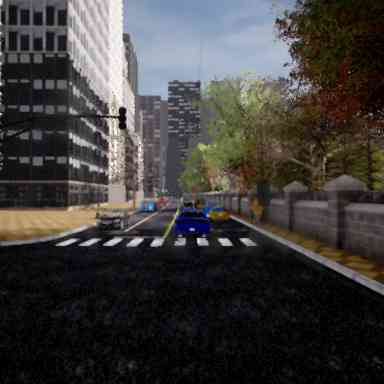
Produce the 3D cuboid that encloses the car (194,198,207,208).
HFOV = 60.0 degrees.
[{"bbox_3d":[1.480,2.002,62.621,2.192,1.841,5.009,0,-1,-2],"label":"car"}]

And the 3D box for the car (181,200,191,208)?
[{"bbox_3d":[-1.144,2.312,64.320,1.895,1.301,4.718,0,-1,-2],"label":"car"}]

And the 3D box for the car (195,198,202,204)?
[{"bbox_3d":[1.815,2.096,51.697,1.752,1.417,4.829,0,-1,-2],"label":"car"}]

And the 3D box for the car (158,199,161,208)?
[{"bbox_3d":[-6.200,2.129,51.235,1.887,1.381,4.507,0,-1,-2],"label":"car"}]

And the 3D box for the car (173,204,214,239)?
[{"bbox_3d":[-0.019,1.690,18.607,1.882,1.535,5.008,0,-1,-1],"label":"car"}]

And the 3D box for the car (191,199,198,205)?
[{"bbox_3d":[0.599,2.447,84.961,1.752,1.417,4.829,0,-1,-3],"label":"car"}]

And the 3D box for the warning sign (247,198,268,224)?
[{"bbox_3d":[4.765,1.380,24.267,1.300,1.860,1.060,0,-1,-1],"label":"warning sign"}]

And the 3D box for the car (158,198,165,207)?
[{"bbox_3d":[-6.539,2.248,62.325,1.887,1.381,4.507,0,-1,-2],"label":"car"}]

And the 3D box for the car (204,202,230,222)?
[{"bbox_3d":[2.306,1.854,29.526,1.752,1.417,4.829,0,-1,-1],"label":"car"}]

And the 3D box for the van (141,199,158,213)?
[{"bbox_3d":[-6.055,1.866,45.693,1.690,1.788,3.998,0,-1,-1],"label":"van"}]

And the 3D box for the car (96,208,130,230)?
[{"bbox_3d":[-5.486,1.831,23.514,2.008,1.369,4.403,0,-1,-1],"label":"car"}]

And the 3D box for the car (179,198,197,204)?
[{"bbox_3d":[-0.811,2.092,53.866,2.128,1.511,4.902,0,-1,-2],"label":"car"}]

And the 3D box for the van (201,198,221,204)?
[{"bbox_3d":[2.209,1.729,34.901,1.690,1.788,3.998,0,-1,-1],"label":"van"}]
